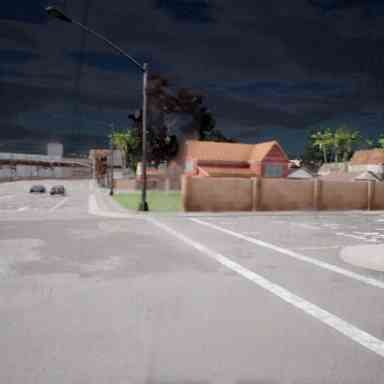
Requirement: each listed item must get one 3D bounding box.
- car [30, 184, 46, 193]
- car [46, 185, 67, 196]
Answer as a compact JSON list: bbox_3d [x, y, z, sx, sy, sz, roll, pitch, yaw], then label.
[{"bbox_3d":[-24.157,-0.511,52.309,1.994,1.385,4.181,1,2,-17],"label":"car"},{"bbox_3d":[-18.467,-0.222,46.003,2.033,1.411,5.357,1,2,-17],"label":"car"}]
